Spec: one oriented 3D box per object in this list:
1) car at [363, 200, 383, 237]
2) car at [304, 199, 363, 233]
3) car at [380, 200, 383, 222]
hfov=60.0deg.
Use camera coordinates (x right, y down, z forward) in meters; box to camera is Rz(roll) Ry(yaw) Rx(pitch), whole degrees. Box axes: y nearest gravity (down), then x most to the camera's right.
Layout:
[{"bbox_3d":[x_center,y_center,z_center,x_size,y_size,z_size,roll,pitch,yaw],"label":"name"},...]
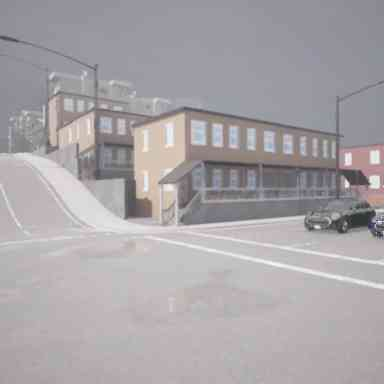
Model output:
[{"bbox_3d":[10.453,1.209,15.754,4.553,1.767,2.097,-1,0,-35],"label":"car"},{"bbox_3d":[8.313,1.209,18.527,4.553,1.767,2.097,-1,0,-35],"label":"car"},{"bbox_3d":[15.761,1.275,23.849,4.902,1.511,2.128,-1,0,-36],"label":"car"}]
